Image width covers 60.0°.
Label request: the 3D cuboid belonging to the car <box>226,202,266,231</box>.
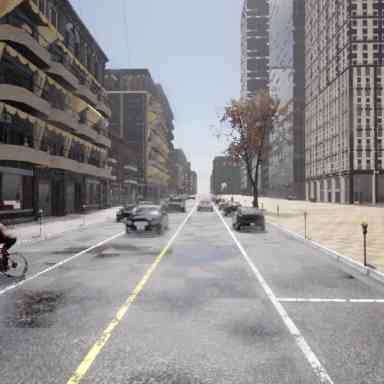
[{"bbox_3d":[3.452,1.558,20.603,2.008,1.369,4.403,1,0,2],"label":"car"}]

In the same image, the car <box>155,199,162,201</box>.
[{"bbox_3d":[-4.488,1.563,32.062,2.008,1.369,4.403,1,0,2],"label":"car"}]

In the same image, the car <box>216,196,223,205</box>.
[{"bbox_3d":[4.327,1.545,43.036,1.752,1.417,4.829,1,0,2],"label":"car"}]

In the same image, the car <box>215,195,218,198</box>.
[{"bbox_3d":[4.971,1.581,59.562,2.008,1.369,4.403,1,0,2],"label":"car"}]

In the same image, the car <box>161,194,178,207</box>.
[{"bbox_3d":[-3.616,1.341,54.324,2.192,1.841,5.009,1,0,2],"label":"car"}]

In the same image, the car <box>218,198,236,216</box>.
[{"bbox_3d":[3.886,1.564,31.734,2.008,1.369,4.403,1,0,2],"label":"car"}]

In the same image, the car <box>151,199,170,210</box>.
[{"bbox_3d":[-4.054,1.585,43.193,1.947,1.339,4.313,1,0,2],"label":"car"}]

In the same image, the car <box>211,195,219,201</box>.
[{"bbox_3d":[6.059,1.493,87.389,1.967,1.590,4.097,1,0,2],"label":"car"}]

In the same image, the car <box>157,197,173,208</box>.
[{"bbox_3d":[-3.843,1.548,48.588,1.752,1.417,4.829,1,0,2],"label":"car"}]

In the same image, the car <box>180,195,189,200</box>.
[{"bbox_3d":[-2.100,1.609,93.281,2.008,1.369,4.403,1,0,2],"label":"car"}]

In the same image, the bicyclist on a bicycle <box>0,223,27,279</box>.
[{"bbox_3d":[-5.086,1.456,8.643,1.656,1.620,0.582,0,0,2],"label":"bicyclist on a bicycle"}]

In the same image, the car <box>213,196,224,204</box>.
[{"bbox_3d":[5.189,1.586,65.126,2.008,1.369,4.403,1,0,2],"label":"car"}]

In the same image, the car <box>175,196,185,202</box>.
[{"bbox_3d":[-2.751,1.588,76.585,1.887,1.381,4.507,1,0,2],"label":"car"}]

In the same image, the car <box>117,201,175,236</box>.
[{"bbox_3d":[-2.422,1.499,18.733,2.128,1.511,4.902,0,0,2],"label":"car"}]

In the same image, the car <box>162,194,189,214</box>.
[{"bbox_3d":[-1.745,1.367,36.224,2.097,1.767,4.553,0,0,2],"label":"car"}]

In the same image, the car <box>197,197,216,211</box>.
[{"bbox_3d":[1.626,1.618,40.571,1.895,1.301,4.718,0,0,2],"label":"car"}]

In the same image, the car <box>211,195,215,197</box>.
[{"bbox_3d":[2.021,1.572,50.743,2.033,1.411,5.357,0,0,3],"label":"car"}]

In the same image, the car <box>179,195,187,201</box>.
[{"bbox_3d":[-2.317,1.619,87.716,1.947,1.339,4.313,1,0,2],"label":"car"}]

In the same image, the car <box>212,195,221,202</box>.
[{"bbox_3d":[5.624,1.484,76.257,1.967,1.590,4.097,1,0,2],"label":"car"}]

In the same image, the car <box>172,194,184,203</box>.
[{"bbox_3d":[-2.965,1.354,71.019,2.192,1.841,5.009,1,0,2],"label":"car"}]
